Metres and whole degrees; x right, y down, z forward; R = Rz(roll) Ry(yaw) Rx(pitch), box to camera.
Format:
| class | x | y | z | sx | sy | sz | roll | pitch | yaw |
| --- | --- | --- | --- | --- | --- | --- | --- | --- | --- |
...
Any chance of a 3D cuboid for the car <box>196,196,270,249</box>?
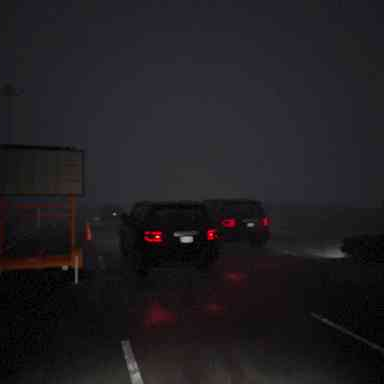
| class | x | y | z | sx | sy | sz | roll | pitch | yaw |
| --- | --- | --- | --- | --- | --- | --- | --- | --- | --- |
| car | 1.332 | 1.325 | 14.933 | 2.150 | 2.045 | 5.566 | 0 | 0 | -18 |

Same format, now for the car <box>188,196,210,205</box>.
| class | x | y | z | sx | sy | sz | roll | pitch | yaw |
| --- | --- | --- | --- | --- | --- | --- | --- | --- | --- |
| car | 1.273 | 1.647 | 65.046 | 3.866 | 1.878 | 1.905 | 0 | 0 | -18 |

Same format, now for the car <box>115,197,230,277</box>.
| class | x | y | z | sx | sy | sz | roll | pitch | yaw |
| --- | --- | --- | --- | --- | --- | --- | --- | --- | --- |
| car | -1.004 | 1.291 | 10.837 | 2.150 | 2.045 | 5.566 | 0 | 0 | -19 |

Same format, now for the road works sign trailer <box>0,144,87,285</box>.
| class | x | y | z | sx | sy | sz | roll | pitch | yaw |
| --- | --- | --- | --- | --- | --- | --- | --- | --- | --- |
| road works sign trailer | -4.274 | 0.515 | 9.314 | 2.380 | 3.560 | 2.880 | 0 | 0 | -18 |

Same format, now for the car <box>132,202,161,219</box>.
| class | x | y | z | sx | sy | sz | roll | pitch | yaw |
| --- | --- | --- | --- | --- | --- | --- | --- | --- | --- |
| car | -4.508 | 1.767 | 32.409 | 1.994 | 1.385 | 4.181 | 0 | 0 | -18 |

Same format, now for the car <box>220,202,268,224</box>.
| class | x | y | z | sx | sy | sz | roll | pitch | yaw |
| --- | --- | --- | --- | --- | --- | --- | --- | --- | --- |
| car | 4.280 | 1.676 | 28.198 | 1.882 | 1.535 | 5.008 | 0 | 0 | -18 |

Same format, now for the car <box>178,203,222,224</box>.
| class | x | y | z | sx | sy | sz | roll | pitch | yaw |
| --- | --- | --- | --- | --- | --- | --- | --- | --- | --- |
| car | 0.529 | 1.737 | 28.377 | 2.033 | 1.411 | 5.357 | 0 | 0 | -18 |

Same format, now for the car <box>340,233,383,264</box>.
| class | x | y | z | sx | sy | sz | roll | pitch | yaw |
| --- | --- | --- | --- | --- | --- | --- | --- | --- | --- |
| car | 6.837 | 1.629 | 9.491 | 2.033 | 1.411 | 5.357 | 0 | 0 | -18 |

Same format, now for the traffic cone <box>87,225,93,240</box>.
| class | x | y | z | sx | sy | sz | roll | pitch | yaw |
| --- | --- | --- | --- | --- | --- | --- | --- | --- | --- |
| traffic cone | -5.085 | 2.051 | 16.415 | 0.340 | 0.580 | 0.340 | 0 | 0 | -18 |

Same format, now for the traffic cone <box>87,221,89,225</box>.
| class | x | y | z | sx | sy | sz | roll | pitch | yaw |
| --- | --- | --- | --- | --- | --- | --- | --- | --- | --- |
| traffic cone | -5.719 | 2.062 | 18.312 | 0.340 | 0.580 | 0.340 | 0 | 0 | -18 |

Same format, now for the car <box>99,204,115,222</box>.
| class | x | y | z | sx | sy | sz | roll | pitch | yaw |
| --- | --- | --- | --- | --- | --- | --- | --- | --- | --- |
| car | -6.736 | 1.732 | 28.030 | 1.994 | 1.385 | 4.181 | 0 | 0 | -18 |
